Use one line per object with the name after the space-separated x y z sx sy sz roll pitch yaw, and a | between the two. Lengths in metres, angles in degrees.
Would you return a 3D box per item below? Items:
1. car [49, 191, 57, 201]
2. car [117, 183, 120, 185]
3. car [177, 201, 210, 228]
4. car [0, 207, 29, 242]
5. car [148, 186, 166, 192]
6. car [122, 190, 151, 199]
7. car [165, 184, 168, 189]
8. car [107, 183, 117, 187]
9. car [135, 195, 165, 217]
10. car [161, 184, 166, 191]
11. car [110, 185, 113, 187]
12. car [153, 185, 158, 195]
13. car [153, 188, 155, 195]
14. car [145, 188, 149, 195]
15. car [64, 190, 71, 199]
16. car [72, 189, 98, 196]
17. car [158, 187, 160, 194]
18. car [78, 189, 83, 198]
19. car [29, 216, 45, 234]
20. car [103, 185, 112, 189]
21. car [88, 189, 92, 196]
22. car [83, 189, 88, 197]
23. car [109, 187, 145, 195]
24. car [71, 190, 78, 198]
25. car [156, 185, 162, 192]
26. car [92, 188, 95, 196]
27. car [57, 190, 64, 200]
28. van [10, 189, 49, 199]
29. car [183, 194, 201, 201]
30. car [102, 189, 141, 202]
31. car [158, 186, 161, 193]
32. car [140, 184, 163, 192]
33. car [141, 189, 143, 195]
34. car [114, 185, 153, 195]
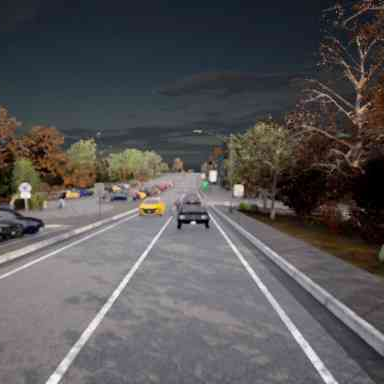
-23.245 0.618 49.421 4.674 1.452 2.002 0 1 0 | car
-23.014 -0.920 91.221 4.553 1.767 2.185 0 3 0 | car
0.063 1.443 21.051 1.895 1.301 4.718 0 0 0 | car
-10.095 1.472 14.165 5.008 1.535 2.097 0 0 0 | car
-9.882 -0.918 94.095 4.674 1.452 2.002 0 3 0 | car
-10.086 0.423 60.681 4.892 1.521 2.231 0 1 0 | car
-9.873 -0.768 91.314 4.792 1.488 2.163 0 3 0 | car
-23.045 -0.748 85.642 5.566 2.045 2.435 0 3 0 | car
-3.397 1.265 28.932 1.882 1.535 5.008 0 0 0 | car
-9.930 -0.499 85.744 5.008 1.535 2.097 0 3 0 | car
-23.040 -0.361 82.869 5.008 1.535 2.097 0 3 0 | car
-10.009 0.070 69.034 4.553 1.767 2.185 0 2 0 | car
-10.046 0.388 63.459 4.792 1.488 2.163 0 2 0 | car
-10.121 0.520 55.098 5.008 1.535 2.097 0 1 0 | car
-23.235 0.544 55.118 4.792 1.488 2.163 0 1 0 | car
-23.097 0.097 71.854 4.892 1.521 2.231 0 2 0 | car
-9.994 0.130 71.825 4.792 1.488 2.163 0 2 0 | car
-23.357 0.413 60.705 5.366 1.575 1.946 0 1 0 | car
-10.046 1.496 16.941 4.792 1.488 2.163 0 0 0 | car
-22.866 -0.235 80.081 5.366 1.575 1.946 0 2 0 | car
-23.133 0.279 66.149 5.008 1.535 2.097 0 2 0 | car
-23.126 0.385 63.360 4.792 1.488 2.163 0 1 0 | car
-10.175 0.430 52.318 4.553 1.767 2.185 0 1 0 | car
-23.375 0.467 57.910 5.366 1.575 1.946 0 1 0 | car
-10.019 -0.238 77.391 4.553 1.767 2.185 0 2 0 | car
-23.116 0.194 68.938 5.008 1.535 2.097 0 2 0 | car
-23.227 0.591 52.206 4.674 1.452 2.002 0 1 0 | car
-23.132 0.381 46.745 4.442 1.987 1.878 1 1 0 | van
0.010 1.033 38.694 2.097 1.767 4.553 0 1 0 | car
-10.149 0.640 46.750 4.792 1.488 2.163 0 1 0 | car
-10.035 0.028 74.611 4.792 1.488 2.163 0 2 0 | car
-10.002 -0.358 80.168 4.553 1.767 2.185 0 3 0 | car
-10.190 0.613 49.534 4.792 1.488 2.163 0 1 0 | car
-10.138 0.225 57.887 5.566 2.045 2.435 0 1 0 | car
